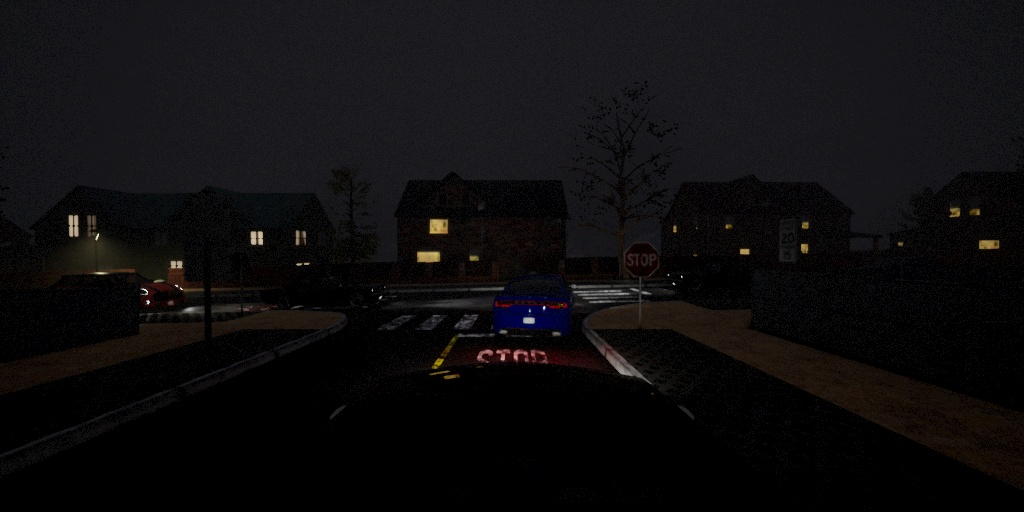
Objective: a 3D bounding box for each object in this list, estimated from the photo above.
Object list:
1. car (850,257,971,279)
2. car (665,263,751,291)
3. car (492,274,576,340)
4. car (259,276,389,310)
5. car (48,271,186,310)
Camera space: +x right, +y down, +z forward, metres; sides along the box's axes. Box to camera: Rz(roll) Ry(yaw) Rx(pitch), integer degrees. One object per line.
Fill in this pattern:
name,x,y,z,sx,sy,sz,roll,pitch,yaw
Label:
car,20.047,0.756,18.272,5.357,1.411,2.033,-1,1,0
car,10.402,1.037,18.231,4.718,1.301,1.895,-1,1,-1
car,0.782,1.228,10.091,1.882,1.535,5.008,0,0,10
car,-7.819,1.508,15.294,4.718,1.301,1.895,-1,1,0
car,-16.806,1.474,15.282,4.553,1.767,2.097,-1,1,0
